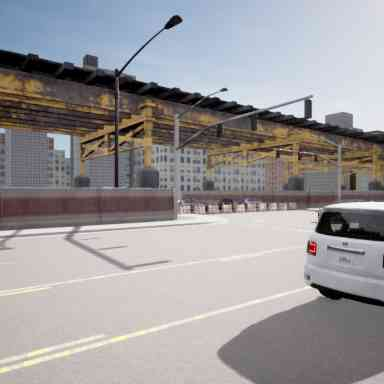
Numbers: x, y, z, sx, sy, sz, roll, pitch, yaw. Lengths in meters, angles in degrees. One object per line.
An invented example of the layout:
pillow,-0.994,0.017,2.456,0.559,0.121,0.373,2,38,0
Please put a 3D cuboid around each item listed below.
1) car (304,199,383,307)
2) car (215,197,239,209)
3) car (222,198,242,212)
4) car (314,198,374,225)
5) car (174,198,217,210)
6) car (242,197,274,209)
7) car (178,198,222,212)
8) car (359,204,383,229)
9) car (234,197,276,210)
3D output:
car,4.782,1.221,7.168,5.566,2.045,2.150,0,0,-35
car,4.198,1.295,39.310,1.853,1.218,4.536,0,0,18
car,4.182,1.453,39.260,2.038,1.542,4.974,0,0,18
car,11.433,1.352,24.977,4.553,1.767,2.097,0,0,-35
car,0.379,1.295,36.592,4.536,1.218,1.853,0,0,8
car,8.050,1.295,43.004,4.536,1.218,1.853,0,0,-7
car,0.431,1.453,36.585,4.974,1.542,2.038,0,0,8
car,13.565,1.547,22.196,5.357,1.411,2.033,0,0,-35
car,8.102,1.453,43.011,4.974,1.542,2.038,0,0,-7
